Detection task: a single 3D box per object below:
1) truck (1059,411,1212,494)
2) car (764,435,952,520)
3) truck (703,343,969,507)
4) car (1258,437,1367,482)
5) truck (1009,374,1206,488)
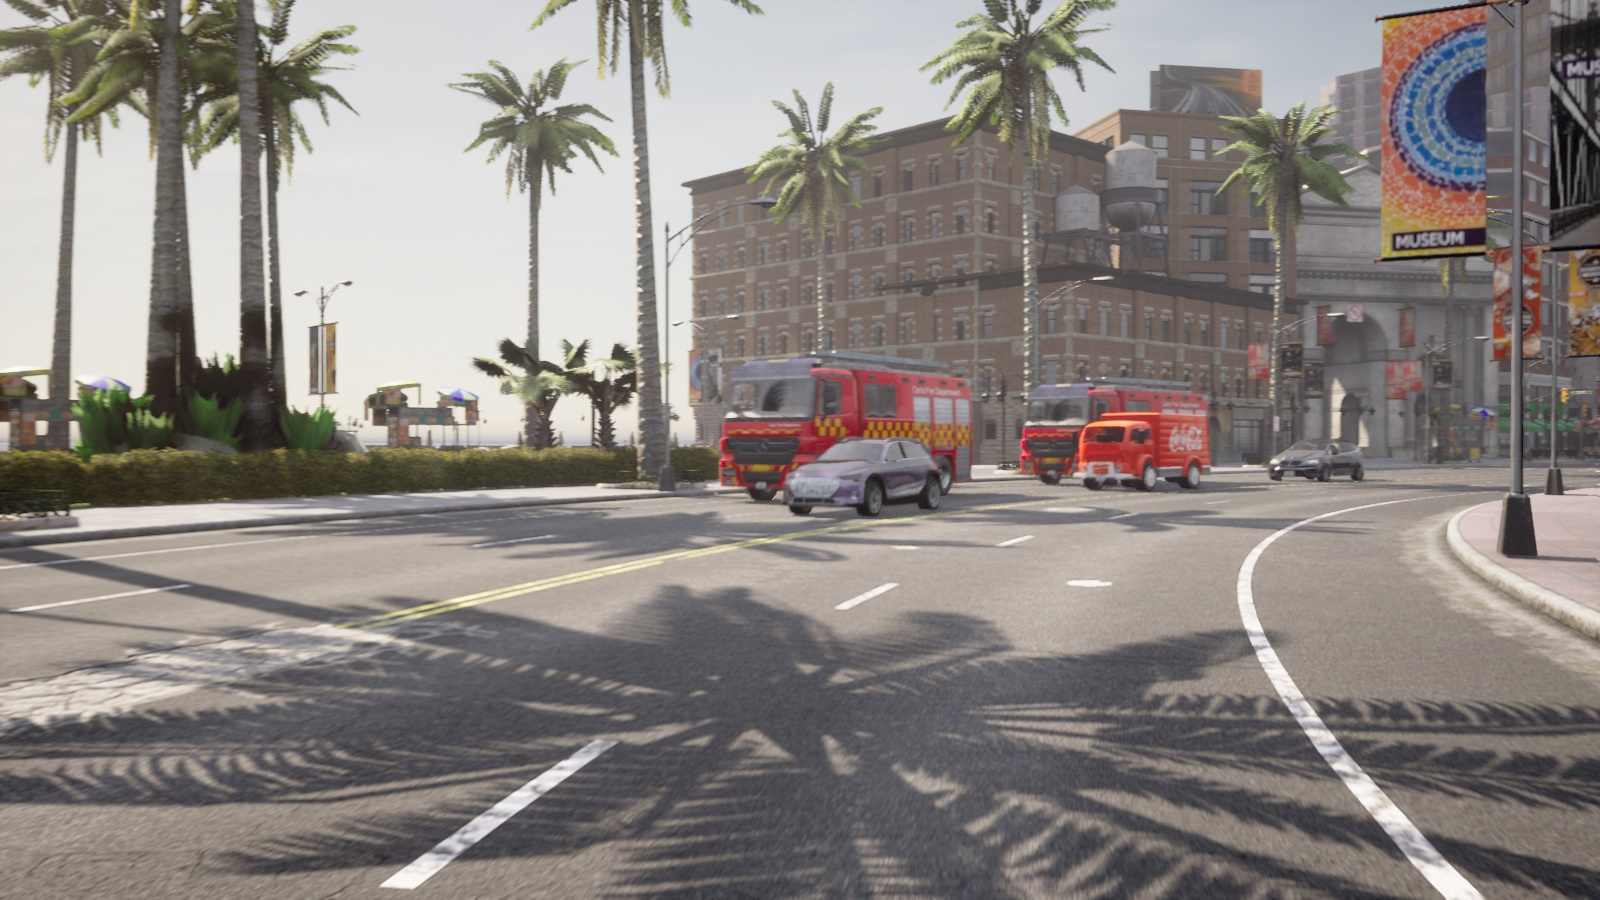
[{"bbox_3d":[10.841,0.053,40.310,2.627,2.467,5.204,0,0,43],"label":"truck"},{"bbox_3d":[1.365,0.527,26.960,2.033,1.649,4.856,0,0,30],"label":"car"},{"bbox_3d":[1.235,-0.605,33.536,2.891,3.827,8.468,0,0,35],"label":"truck"},{"bbox_3d":[20.253,0.350,49.525,4.611,1.667,2.242,0,0,-43],"label":"car"},{"bbox_3d":[11.406,-0.656,45.996,8.468,3.827,2.891,0,0,-44],"label":"truck"}]
